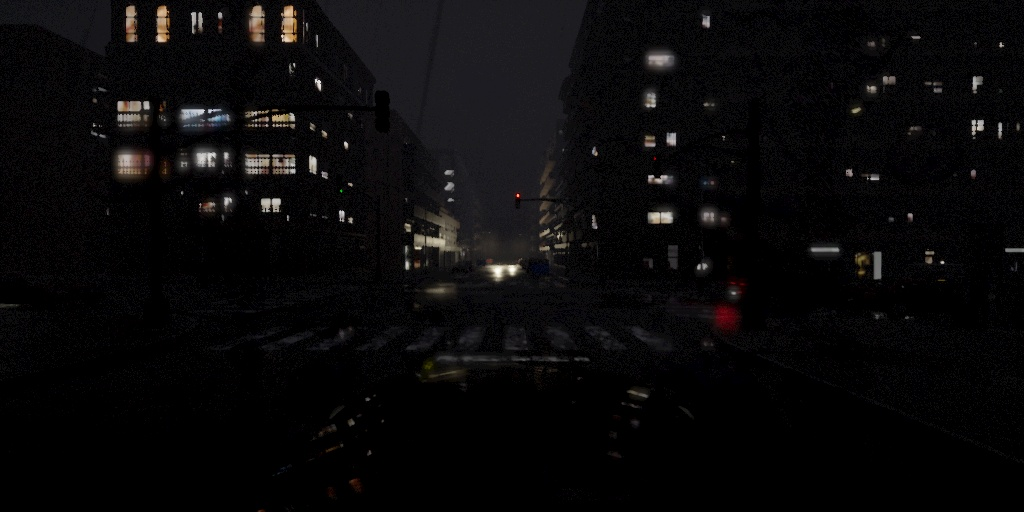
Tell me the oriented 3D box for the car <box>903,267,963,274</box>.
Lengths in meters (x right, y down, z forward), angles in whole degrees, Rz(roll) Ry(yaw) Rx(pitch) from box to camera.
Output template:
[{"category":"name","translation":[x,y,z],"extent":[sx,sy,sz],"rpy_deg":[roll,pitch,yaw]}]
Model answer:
[{"category":"car","translation":[22.256,1.504,19.022],"extent":[4.674,1.442,1.812],"rpy_deg":[1,1,0]}]

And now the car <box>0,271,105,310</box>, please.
[{"category":"car","translation":[-17.763,1.212,13.228],"extent":[4.207,1.307,1.802],"rpy_deg":[0,0,0]}]

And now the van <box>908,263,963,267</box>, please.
[{"category":"van","translation":[26.060,1.337,21.598],"extent":[3.998,1.789,1.690],"rpy_deg":[0,0,0]}]

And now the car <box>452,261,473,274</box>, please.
[{"category":"car","translation":[-5.910,1.348,41.513],"extent":[1.802,1.307,4.207],"rpy_deg":[0,0,0]}]

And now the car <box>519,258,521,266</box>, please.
[{"category":"car","translation":[2.584,1.237,58.039],"extent":[1.967,1.591,4.097],"rpy_deg":[0,0,0]}]

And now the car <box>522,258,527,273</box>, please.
[{"category":"car","translation":[2.656,1.080,41.478],"extent":[2.192,1.841,5.009],"rpy_deg":[0,0,0]}]

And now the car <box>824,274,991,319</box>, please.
[{"category":"car","translation":[14.690,1.495,13.228],"extent":[4.507,1.381,1.888],"rpy_deg":[0,0,0]}]

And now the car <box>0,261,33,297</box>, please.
[{"category":"car","translation":[-24.873,1.017,15.808],"extent":[5.008,1.535,1.882],"rpy_deg":[1,1,0]}]

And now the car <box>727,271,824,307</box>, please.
[{"category":"car","translation":[12.229,1.408,15.883],"extent":[4.892,1.490,1.837],"rpy_deg":[1,0,-1]}]

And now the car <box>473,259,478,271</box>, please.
[{"category":"car","translation":[-5.921,1.340,47.034],"extent":[1.948,1.339,4.313],"rpy_deg":[0,0,0]}]

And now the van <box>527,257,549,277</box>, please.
[{"category":"van","translation":[2.755,1.100,35.982],"extent":[1.690,1.789,3.998],"rpy_deg":[0,0,0]}]
